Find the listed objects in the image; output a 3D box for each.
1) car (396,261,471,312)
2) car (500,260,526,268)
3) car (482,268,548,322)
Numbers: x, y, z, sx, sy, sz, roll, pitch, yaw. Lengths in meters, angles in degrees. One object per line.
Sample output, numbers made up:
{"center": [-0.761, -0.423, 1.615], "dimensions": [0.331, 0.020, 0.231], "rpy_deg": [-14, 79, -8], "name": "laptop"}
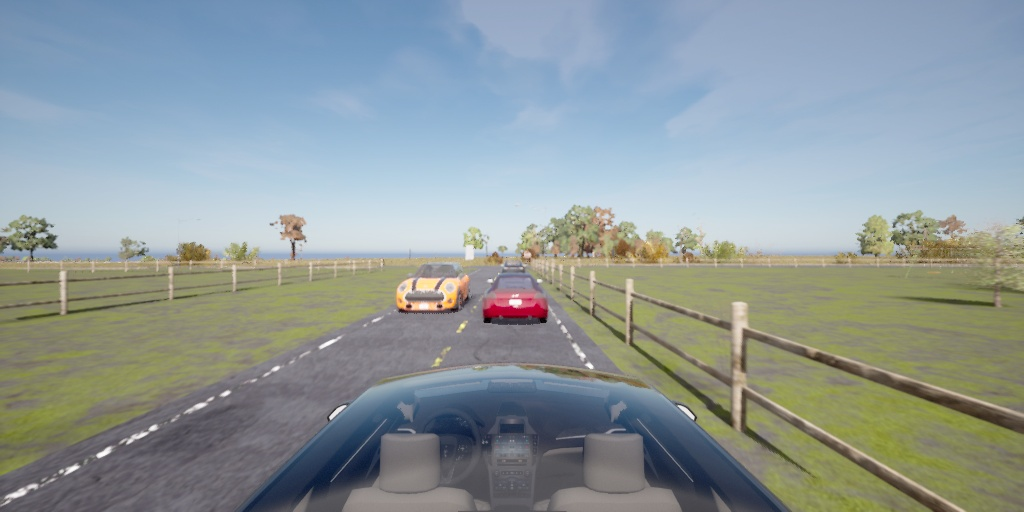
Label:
{"center": [-2.847, 1.036, 13.854], "dimensions": [2.097, 1.767, 4.553], "rpy_deg": [0, 0, 0], "name": "car"}
{"center": [0.102, 1.091, 28.819], "dimensions": [2.128, 1.511, 4.902], "rpy_deg": [0, 0, 0], "name": "car"}
{"center": [0.098, 1.257, 12.074], "dimensions": [1.994, 1.385, 4.181], "rpy_deg": [0, 0, 0], "name": "car"}
